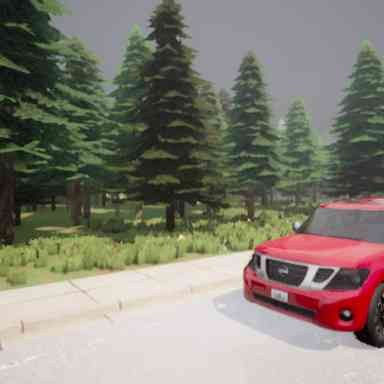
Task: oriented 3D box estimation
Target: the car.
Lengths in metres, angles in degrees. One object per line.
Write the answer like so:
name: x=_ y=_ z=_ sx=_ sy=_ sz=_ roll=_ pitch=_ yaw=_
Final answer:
car: x=3.521 y=1.175 z=6.629 sx=5.566 sy=2.045 sz=2.150 roll=0 pitch=0 yaw=-37
